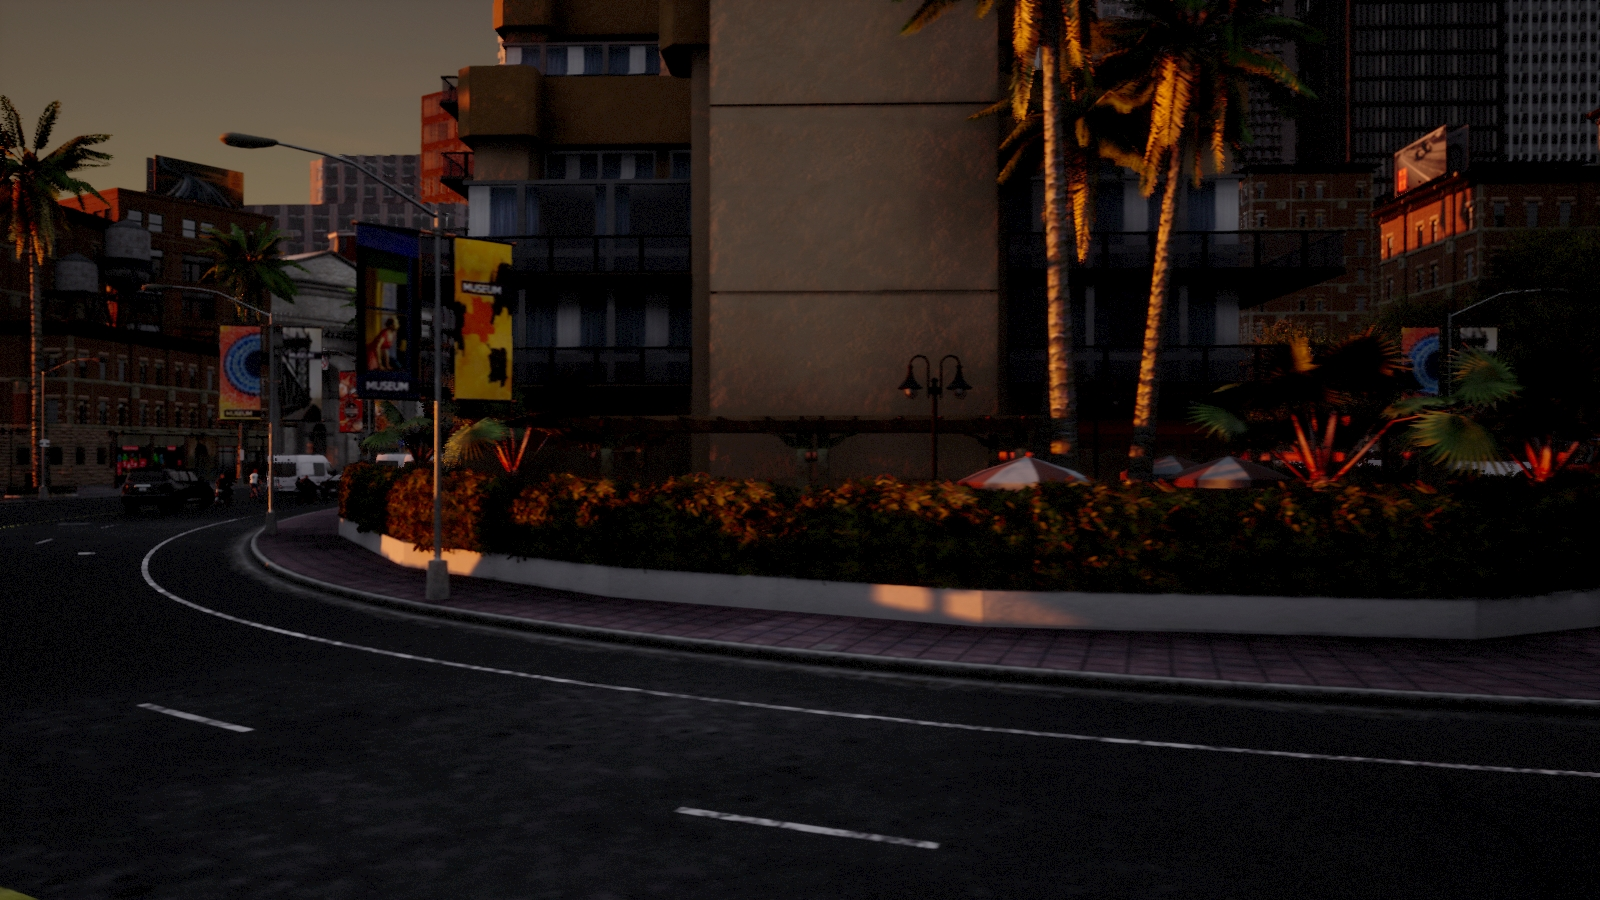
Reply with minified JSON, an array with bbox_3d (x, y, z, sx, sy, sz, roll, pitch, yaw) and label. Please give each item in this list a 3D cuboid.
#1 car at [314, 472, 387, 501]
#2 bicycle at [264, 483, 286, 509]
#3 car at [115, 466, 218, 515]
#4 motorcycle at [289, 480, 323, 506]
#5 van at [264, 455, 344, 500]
[{"bbox_3d":[-25.635,2.058,65.400,2.097,1.535,5.006,0,0,2],"label":"car"},{"bbox_3d":[-25.552,2.225,55.617,0.373,1.196,1.643,0,0,-3],"label":"bicycle"},{"bbox_3d":[-28.785,1.797,52.156,2.150,2.045,5.566,0,0,-7],"label":"car"},{"bbox_3d":[-25.761,2.226,59.610,0.867,1.251,2.209,0,0,0],"label":"motorcycle"},{"bbox_3d":[-29.070,1.558,67.222,1.988,2.561,5.915,0,0,2],"label":"van"}]
